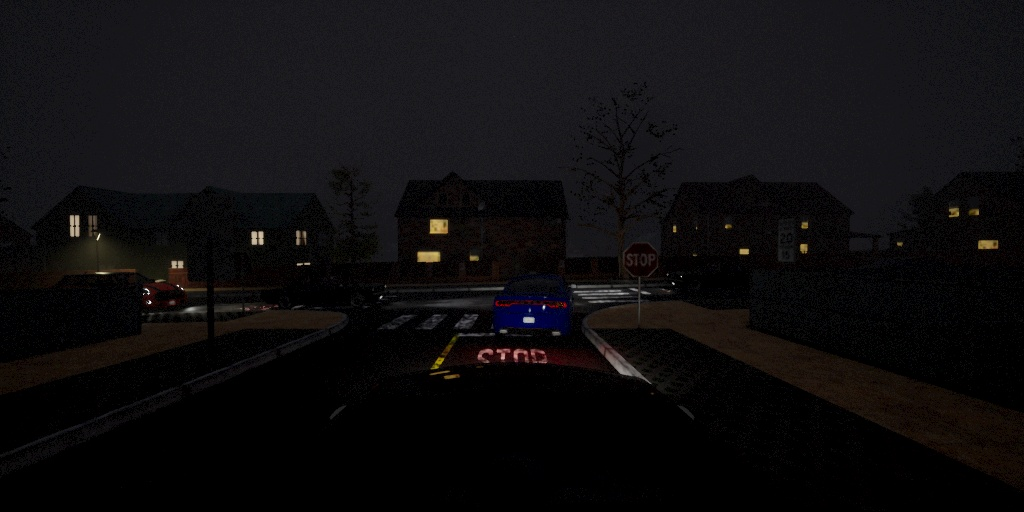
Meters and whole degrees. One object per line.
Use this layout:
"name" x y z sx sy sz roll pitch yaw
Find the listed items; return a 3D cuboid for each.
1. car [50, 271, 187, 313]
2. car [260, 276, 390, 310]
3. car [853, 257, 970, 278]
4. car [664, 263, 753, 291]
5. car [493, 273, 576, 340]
"car" -16.806 1.471 15.346 4.553 1.767 2.097 -1 1 0
"car" -7.818 1.506 15.358 4.718 1.301 1.895 -1 1 0
"car" 20.048 0.753 18.334 5.357 1.411 2.033 -1 1 0
"car" 10.402 1.034 18.294 4.718 1.301 1.895 -1 1 -1
"car" 0.782 1.226 10.154 1.882 1.535 5.008 0 0 10
